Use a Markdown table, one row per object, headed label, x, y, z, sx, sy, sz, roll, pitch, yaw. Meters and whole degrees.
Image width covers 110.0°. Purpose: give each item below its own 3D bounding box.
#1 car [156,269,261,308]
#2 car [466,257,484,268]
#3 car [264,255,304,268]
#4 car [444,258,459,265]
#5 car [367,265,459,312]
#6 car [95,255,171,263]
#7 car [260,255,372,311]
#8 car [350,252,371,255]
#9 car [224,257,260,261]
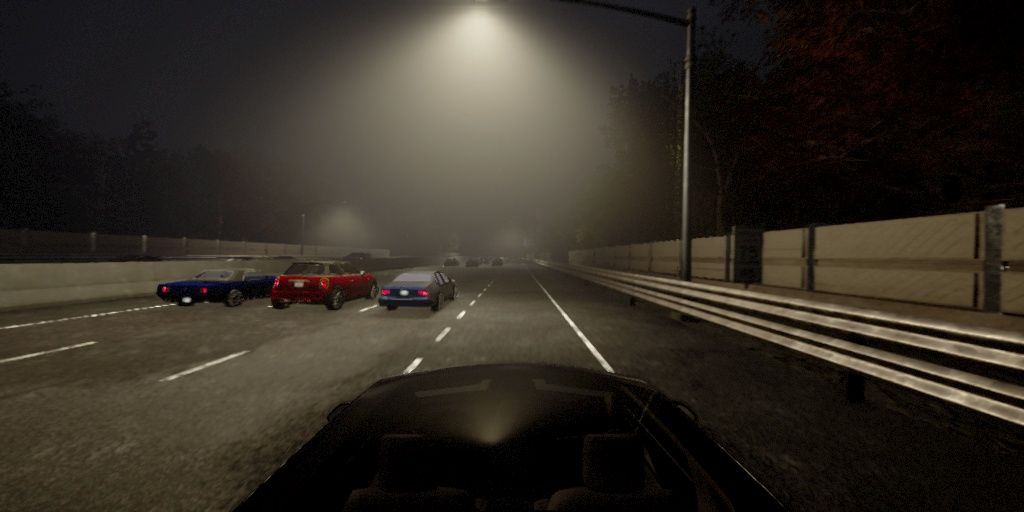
| label | x | y | z | sx | sy | sz | roll | pitch | yaw |
| --- | --- | --- | --- | --- | --- | --- | --- | --- | --- |
| car | -10.410 | 1.128 | 13.731 | 1.895 | 1.301 | 4.718 | 1 | 0 | 1 |
| car | -6.347 | 1.107 | 58.969 | 2.128 | 1.511 | 4.902 | 1 | 0 | 1 |
| car | -27.560 | 0.684 | 43.515 | 1.812 | 1.442 | 4.674 | 1 | 0 | 1 |
| car | -9.847 | 1.032 | 58.922 | 2.128 | 1.511 | 4.902 | 1 | 0 | 1 |
| car | -3.407 | 1.225 | 13.918 | 2.033 | 1.411 | 5.357 | 1 | 0 | 1 |
| car | -27.815 | 0.660 | 26.381 | 1.837 | 1.490 | 4.892 | 1 | 0 | 1 |
| car | -6.903 | 0.954 | 13.777 | 2.097 | 1.767 | 4.553 | 1 | 0 | 1 |
| car | -20.478 | 0.518 | 47.745 | 2.150 | 2.045 | 5.566 | 1 | 0 | 1 |
| car | -20.801 | 0.797 | 27.532 | 2.128 | 1.511 | 4.902 | 1 | 0 | 1 |
